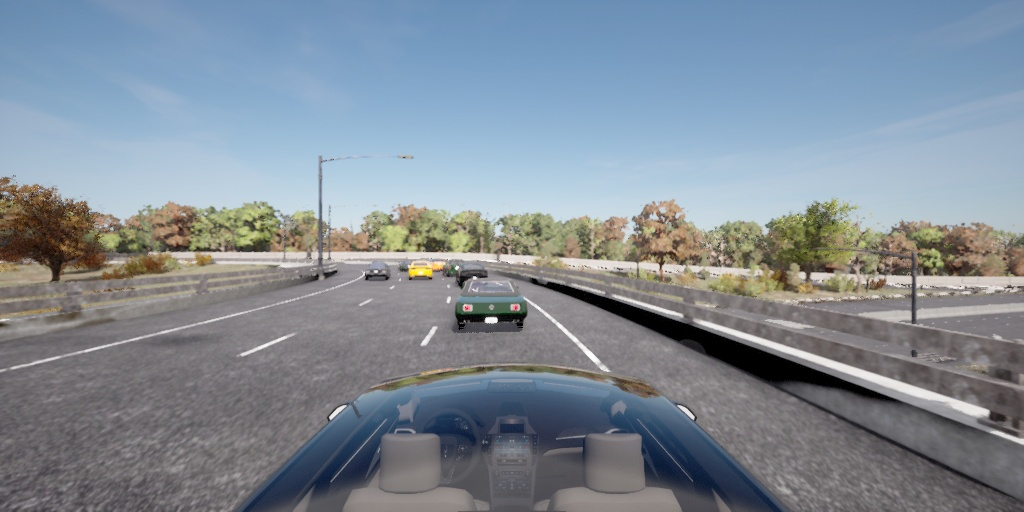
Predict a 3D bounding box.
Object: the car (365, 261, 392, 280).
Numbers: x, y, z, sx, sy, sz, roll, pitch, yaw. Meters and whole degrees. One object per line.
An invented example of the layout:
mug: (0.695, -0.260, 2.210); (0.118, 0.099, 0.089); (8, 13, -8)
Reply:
car: (-11.404, 1.278, 30.680); (2.033, 1.411, 5.357); (0, 0, -16)

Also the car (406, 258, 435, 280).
car: (-8.087, 1.204, 31.568); (1.882, 1.535, 5.008); (0, 0, -16)

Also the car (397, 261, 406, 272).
car: (-13.419, 1.281, 45.821); (1.994, 1.385, 4.181); (0, 0, -24)

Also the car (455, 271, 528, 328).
car: (-0.698, 1.342, 11.341); (1.895, 1.301, 4.718); (0, 0, -5)

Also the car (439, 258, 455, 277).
car: (-5.706, 1.072, 35.536); (2.097, 1.767, 4.553); (0, 0, -17)

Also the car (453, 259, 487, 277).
car: (-2.861, 1.207, 24.830); (1.882, 1.535, 5.008); (0, 0, -12)

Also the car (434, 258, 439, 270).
car: (-9.935, 1.066, 46.599); (2.097, 1.767, 4.553); (0, 0, -24)
